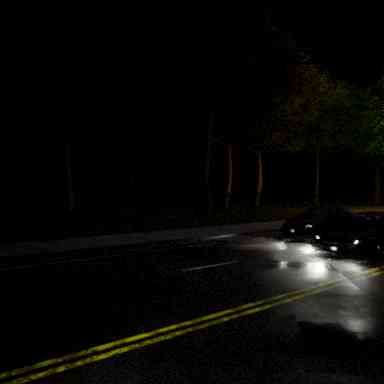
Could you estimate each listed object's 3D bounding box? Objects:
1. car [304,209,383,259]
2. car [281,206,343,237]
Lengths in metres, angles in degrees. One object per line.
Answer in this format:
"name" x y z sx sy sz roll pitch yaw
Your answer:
"car" 6.866 1.469 12.563 5.357 1.411 2.033 0 0 -35
"car" 6.381 1.437 16.205 4.674 1.442 1.812 0 0 -35
